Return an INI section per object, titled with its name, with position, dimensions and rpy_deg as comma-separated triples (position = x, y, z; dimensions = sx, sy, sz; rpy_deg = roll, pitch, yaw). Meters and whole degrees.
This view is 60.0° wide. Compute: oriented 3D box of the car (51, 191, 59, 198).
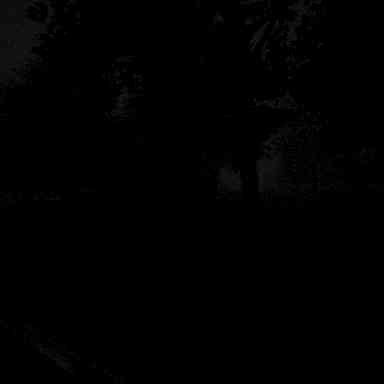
[car]
position = -24.888, 0.061, 63.954
dimensions = 2.150, 2.045, 5.566
rpy_deg = -1, 2, 8
